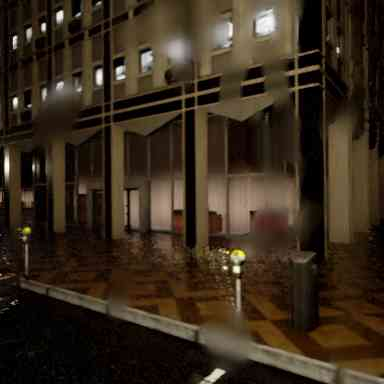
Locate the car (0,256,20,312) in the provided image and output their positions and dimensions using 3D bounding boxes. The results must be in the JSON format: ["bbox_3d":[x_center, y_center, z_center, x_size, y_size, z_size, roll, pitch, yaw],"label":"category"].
[{"bbox_3d":[-5.058,1.585,6.490,4.403,1.369,2.008,0,-1,36],"label":"car"}]
